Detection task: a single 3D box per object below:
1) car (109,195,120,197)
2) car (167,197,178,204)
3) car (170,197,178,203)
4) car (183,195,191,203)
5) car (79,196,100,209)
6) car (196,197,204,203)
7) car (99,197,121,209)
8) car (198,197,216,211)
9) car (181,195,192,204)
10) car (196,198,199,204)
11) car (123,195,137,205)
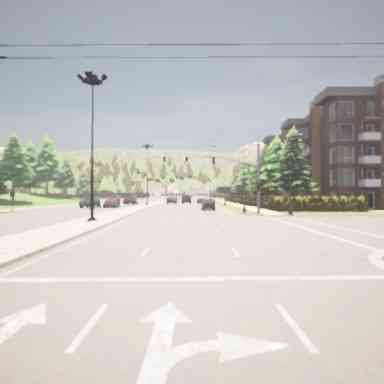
[{"bbox_3d":[-16.298,1.705,69.569,2.150,2.045,5.566,0,0,0],"label":"car"},{"bbox_3d":[-4.795,1.892,77.983,2.097,1.767,4.553,0,0,0],"label":"car"},{"bbox_3d":[-4.792,2.082,87.910,1.837,1.490,4.892,0,0,0],"label":"car"},{"bbox_3d":[-1.292,1.807,87.941,2.150,2.045,5.566,0,0,0],"label":"car"},{"bbox_3d":[-16.333,1.590,53.420,2.150,2.045,5.566,0,0,0],"label":"car"},{"bbox_3d":[2.208,2.138,88.221,1.994,1.385,4.181,0,0,0],"label":"car"},{"bbox_3d":[-12.834,1.930,53.040,1.994,1.385,4.181,0,0,0],"label":"car"},{"bbox_3d":[2.284,1.829,47.020,1.837,1.490,4.892,0,0,-1],"label":"car"},{"bbox_3d":[-1.296,1.751,77.296,2.150,2.045,5.566,0,0,0],"label":"car"},{"bbox_3d":[2.205,2.060,78.155,2.128,1.511,4.902,0,0,0],"label":"car"},{"bbox_3d":[-12.798,1.702,69.181,2.150,2.045,5.566,0,0,0],"label":"car"}]
